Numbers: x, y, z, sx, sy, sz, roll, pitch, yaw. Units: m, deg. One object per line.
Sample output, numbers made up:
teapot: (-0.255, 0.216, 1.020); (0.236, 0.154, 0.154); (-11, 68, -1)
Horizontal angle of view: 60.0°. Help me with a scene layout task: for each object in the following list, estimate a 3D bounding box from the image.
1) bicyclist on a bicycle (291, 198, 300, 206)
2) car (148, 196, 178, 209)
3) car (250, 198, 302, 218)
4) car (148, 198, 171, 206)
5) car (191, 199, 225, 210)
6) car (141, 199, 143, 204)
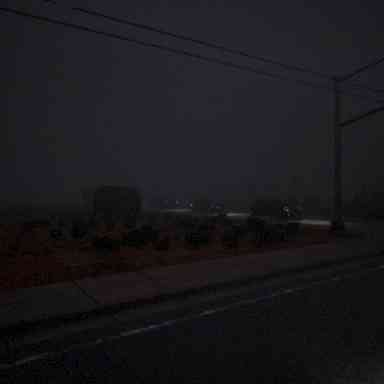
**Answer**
bicyclist on a bicycle: (10.957, 1.461, 35.162); (1.656, 1.620, 0.582); (0, 0, -33)
car: (-3.671, 1.347, 44.922); (2.097, 1.767, 4.553); (0, 0, -32)
car: (7.050, 1.345, 28.089); (2.097, 1.767, 4.553); (0, 0, -33)
car: (-5.423, 1.601, 54.432); (1.895, 1.301, 4.718); (0, 0, -32)
car: (1.714, 1.499, 36.455); (1.837, 1.490, 4.892); (0, 0, -33)
car: (-10.833, 1.564, 62.816); (1.994, 1.385, 4.181); (0, 0, -33)
